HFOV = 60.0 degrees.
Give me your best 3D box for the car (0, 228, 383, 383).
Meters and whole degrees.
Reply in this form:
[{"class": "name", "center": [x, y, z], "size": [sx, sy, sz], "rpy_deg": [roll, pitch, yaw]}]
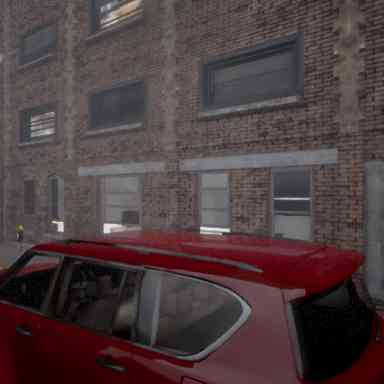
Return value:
[{"class": "car", "center": [-0.717, 1.314, 3.388], "size": [5.009, 1.841, 2.192], "rpy_deg": [0, 0, 35]}]
